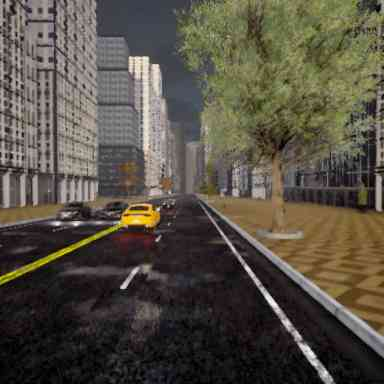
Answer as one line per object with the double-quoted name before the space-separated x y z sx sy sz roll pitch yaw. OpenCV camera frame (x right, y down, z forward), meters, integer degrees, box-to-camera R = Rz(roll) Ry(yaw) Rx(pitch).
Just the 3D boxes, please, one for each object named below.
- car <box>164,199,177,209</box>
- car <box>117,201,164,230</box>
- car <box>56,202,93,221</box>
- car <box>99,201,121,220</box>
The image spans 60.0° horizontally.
"car" -3.132 1.618 46.827 1.895 1.301 4.718 0 0 0
"car" -3.148 1.491 21.217 1.882 1.535 5.008 0 0 0
"car" -9.764 1.563 28.063 1.812 1.442 4.674 0 0 1
"car" -6.507 1.534 28.571 1.837 1.490 4.892 0 -1 0
